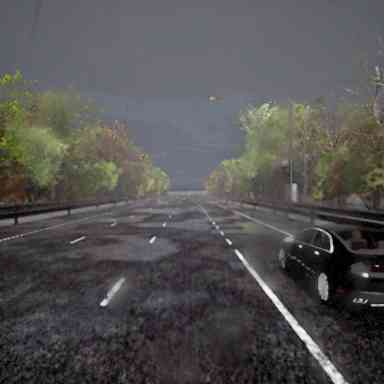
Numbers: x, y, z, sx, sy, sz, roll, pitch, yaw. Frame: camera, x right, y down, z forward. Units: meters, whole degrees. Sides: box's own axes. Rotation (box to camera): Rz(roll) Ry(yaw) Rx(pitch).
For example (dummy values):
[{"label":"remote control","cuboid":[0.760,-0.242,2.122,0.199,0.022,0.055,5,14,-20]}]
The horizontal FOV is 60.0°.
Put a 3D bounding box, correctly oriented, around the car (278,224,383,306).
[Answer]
[{"label":"car","cuboid":[3.494,1.529,7.994,1.837,1.490,4.892,0,-1,-1]}]
